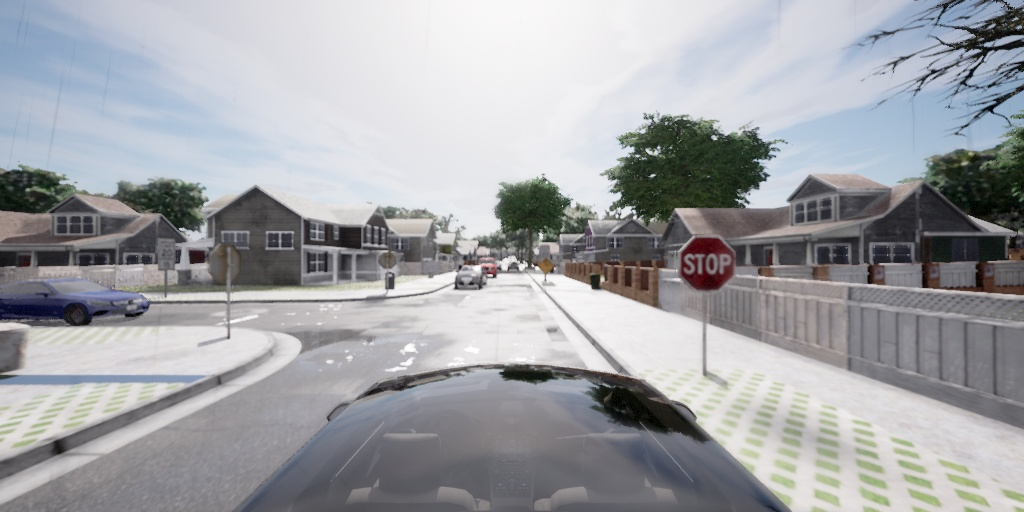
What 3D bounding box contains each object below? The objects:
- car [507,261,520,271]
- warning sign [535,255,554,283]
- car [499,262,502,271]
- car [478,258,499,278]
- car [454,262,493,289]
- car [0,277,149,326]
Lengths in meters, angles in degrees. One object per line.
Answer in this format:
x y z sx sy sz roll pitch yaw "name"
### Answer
0.198 1.673 56.864 1.812 1.442 4.674 0 0 0 "car"
2.587 1.071 27.385 1.300 1.860 1.060 0 0 0 "warning sign"
-2.613 1.708 59.067 2.033 1.411 5.357 0 0 1 "car"
-2.767 1.250 38.820 2.150 2.045 5.566 0 0 -2 "car"
-2.828 1.432 25.348 2.128 1.511 4.902 0 0 2 "car"
-14.983 1.477 11.920 4.674 1.442 1.812 0 0 0 "car"
